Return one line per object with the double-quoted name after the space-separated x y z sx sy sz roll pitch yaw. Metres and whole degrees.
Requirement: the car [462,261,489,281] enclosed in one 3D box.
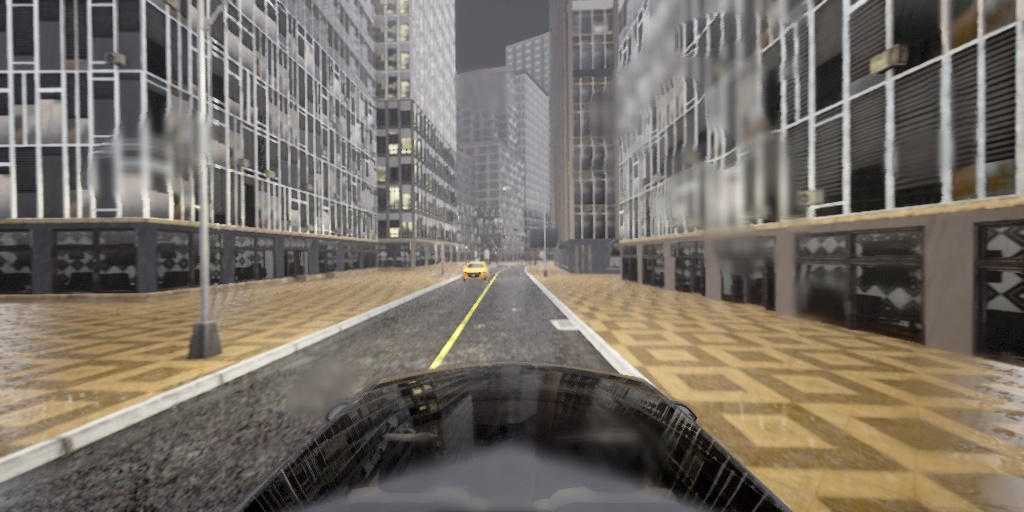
-2.930 1.215 29.707 1.882 1.535 5.008 -1 0 0 "car"
